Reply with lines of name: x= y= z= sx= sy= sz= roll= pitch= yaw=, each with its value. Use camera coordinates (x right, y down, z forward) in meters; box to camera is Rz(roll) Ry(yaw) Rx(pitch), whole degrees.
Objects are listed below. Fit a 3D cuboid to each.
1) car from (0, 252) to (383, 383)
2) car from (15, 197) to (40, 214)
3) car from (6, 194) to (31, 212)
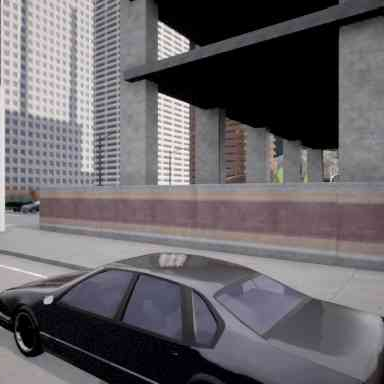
car: x=-0.411 y=1.547 z=4.285 sx=5.357 sy=1.411 sz=2.033 roll=0 pitch=0 yaw=35
car: x=-15.732 y=1.526 z=35.357 sx=1.812 sy=1.442 sz=4.674 roll=0 pitch=0 yaw=36
car: x=-19.873 y=1.221 z=35.634 sx=2.150 sy=2.045 sz=5.566 roll=0 pitch=0 yaw=36
